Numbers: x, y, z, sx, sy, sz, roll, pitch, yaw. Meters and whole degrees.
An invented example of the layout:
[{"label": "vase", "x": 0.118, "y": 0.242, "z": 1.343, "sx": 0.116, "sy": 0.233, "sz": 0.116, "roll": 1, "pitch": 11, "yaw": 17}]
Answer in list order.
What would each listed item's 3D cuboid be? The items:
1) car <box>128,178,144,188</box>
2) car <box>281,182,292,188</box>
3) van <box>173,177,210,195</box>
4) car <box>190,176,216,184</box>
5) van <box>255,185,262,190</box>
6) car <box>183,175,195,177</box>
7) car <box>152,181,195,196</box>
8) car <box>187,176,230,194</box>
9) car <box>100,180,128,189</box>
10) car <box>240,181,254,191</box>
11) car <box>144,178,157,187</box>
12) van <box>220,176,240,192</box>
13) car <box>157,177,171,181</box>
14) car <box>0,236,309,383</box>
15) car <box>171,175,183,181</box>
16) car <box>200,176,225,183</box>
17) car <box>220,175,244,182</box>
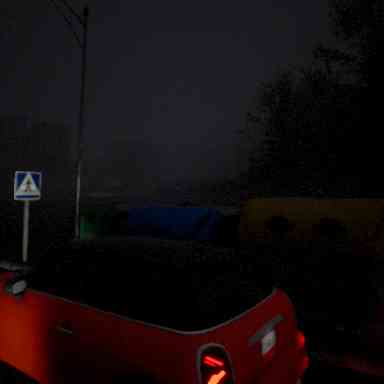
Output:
[{"label": "car", "x": -11.842, "y": -1.494, "z": 60.660, "sx": 4.792, "sy": 1.488, "sz": 2.163, "roll": 2, "pitch": 5, "yaw": 32}, {"label": "car", "x": 14.461, "y": -1.501, "z": 58.596, "sx": 4.892, "sy": 1.521, "sz": 2.231, "roll": 4, "pitch": 7, "yaw": 34}, {"label": "van", "x": -0.083, "y": -0.658, "z": 48.069, "sx": 4.442, "sy": 1.987, "sz": 1.878, "roll": 4, "pitch": 7, "yaw": 34}, {"label": "car", "x": 2.325, "y": -2.597, "z": 71.267, "sx": 5.366, "sy": 1.575, "sz": 1.946, "roll": 2, "pitch": 5, "yaw": 33}, {"label": "van", "x": 9.681, "y": -1.365, "z": 55.020, "sx": 4.442, "sy": 1.987, "sz": 1.878, "roll": 4, "pitch": 7, "yaw": 34}, {"label": "car", "x": -2.508, "y": -2.243, "z": 67.823, "sx": 5.008, "sy": 1.535, "sz": 2.097, "roll": 2, "pitch": 5, "yaw": 33}, {"label": "car", "x": -2.623, "y": -0.263, "z": 46.425, "sx": 5.008, "sy": 1.535, "sz": 2.097, "roll": 4, "pitch": 7, "yaw": 34}, {"label": "car", "x": 2.232, "y": -0.867, "z": 49.877, "sx": 5.566, "sy": 2.045, "sz": 2.435, "roll": 4, "pitch": 7, "yaw": 34}, {"label": "car", "x": -14.207, "y": -1.304, "z": 58.886, "sx": 4.674, "sy": 1.452, "sz": 2.002, "roll": 2, "pitch": 5, "yaw": 32}, {"label": "car", "x": 7.116, "y": -1.097, "z": 53.370, "sx": 4.553, "sy": 1.767, "sz": 2.185, "roll": 4, "pitch": 7, "yaw": 34}, {"label": "car", "x": -9.507, "y": -1.828, "z": 62.429, "sx": 4.553, "sy": 1.767, "sz": 2.185, "roll": 2, "pitch": 6, "yaw": 32}, {"label": "van", "x": 4.600, "y": -1.024, "z": 51.665, "sx": 4.442, "sy": 1.987, "sz": 1.878, "roll": 4, "pitch": 7, "yaw": 34}, {"label": "car", "x": -7.214, "y": -1.855, "z": 64.262, "sx": 4.792, "sy": 1.488, "sz": 2.163, "roll": 2, "pitch": 6, "yaw": 33}, {"label": "car", "x": -1.033, "y": 1.354, "z": 4.217, "sx": 4.553, "sy": 1.767, "sz": 2.097, "roll": 0, "pitch": 0, "yaw": 36}, {"label": "car", "x": -4.825, "y": -2.187, "z": 66.002, "sx": 4.553, "sy": 1.767, "sz": 2.185, "roll": 2, "pitch": 6, "yaw": 33}, {"label": "car", "x": 4.499, "y": -2.778, "z": 73.144, "sx": 5.008, "sy": 1.535, "sz": 2.097, "roll": 2, "pitch": 5, "yaw": 33}, {"label": "car", "x": 9.176, "y": -3.133, "z": 76.679, "sx": 5.008, "sy": 1.535, "sz": 2.097, "roll": 2, "pitch": 5, "yaw": 33}]
